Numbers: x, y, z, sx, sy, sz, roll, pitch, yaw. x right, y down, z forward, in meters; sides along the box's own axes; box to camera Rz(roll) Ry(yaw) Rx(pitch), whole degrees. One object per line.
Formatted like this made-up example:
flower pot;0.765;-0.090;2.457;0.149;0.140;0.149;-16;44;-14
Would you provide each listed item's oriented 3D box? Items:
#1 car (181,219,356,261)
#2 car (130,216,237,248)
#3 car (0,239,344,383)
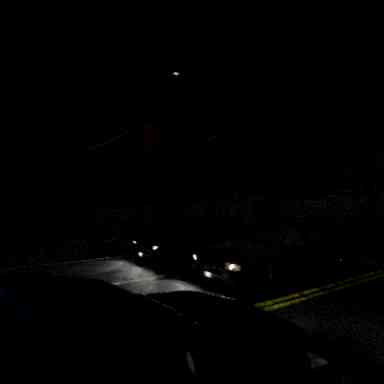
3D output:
car;2.545;1.584;9.491;5.357;1.411;2.033;0;0;-36
car;0.549;1.584;12.055;5.357;1.411;2.033;0;0;-35
car;-1.074;1.481;2.669;5.008;1.535;1.882;1;0;-35
